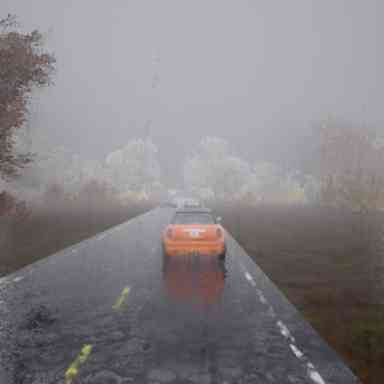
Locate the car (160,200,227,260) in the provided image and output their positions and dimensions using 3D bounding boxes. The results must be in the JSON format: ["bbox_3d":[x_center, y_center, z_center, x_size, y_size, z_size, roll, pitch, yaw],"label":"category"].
[{"bbox_3d":[0.082,1.357,12.615,2.097,1.767,4.553,0,0,0],"label":"car"}]

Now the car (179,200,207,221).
[{"bbox_3d":[0.083,1.494,28.037,2.128,1.511,4.902,0,0,0],"label":"car"}]

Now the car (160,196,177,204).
[{"bbox_3d":[-3.088,1.348,44.726,2.097,1.767,4.553,0,0,0],"label":"car"}]
